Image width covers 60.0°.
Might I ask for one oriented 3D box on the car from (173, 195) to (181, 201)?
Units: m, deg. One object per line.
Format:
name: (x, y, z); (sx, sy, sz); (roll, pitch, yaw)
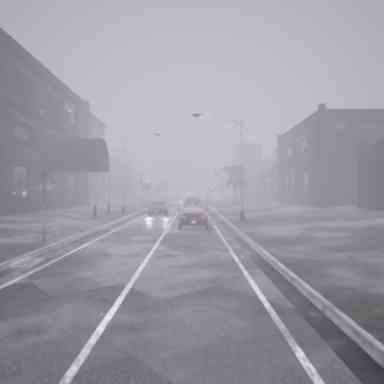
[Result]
car: (-3.034, 1.305, 73.666); (1.994, 1.385, 4.181); (0, 0, 0)

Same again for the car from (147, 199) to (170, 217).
car: (-3.109, 1.483, 31.648); (1.837, 1.490, 4.892); (0, 0, 0)

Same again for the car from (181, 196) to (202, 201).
car: (0.082, 1.306, 39.052); (2.097, 1.767, 4.553); (0, 0, 0)

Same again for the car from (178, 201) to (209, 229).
car: (0.091, 1.525, 21.254); (1.812, 1.442, 4.674); (0, 0, 0)
